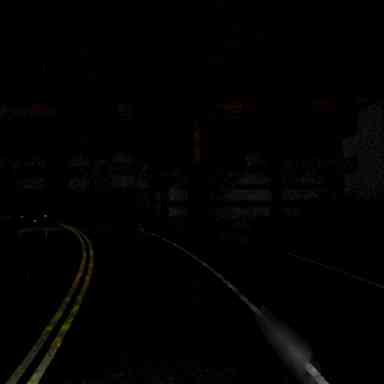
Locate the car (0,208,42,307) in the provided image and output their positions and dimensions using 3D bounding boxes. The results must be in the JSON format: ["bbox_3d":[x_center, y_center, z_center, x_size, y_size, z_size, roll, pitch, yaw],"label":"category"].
[{"bbox_3d":[-4.370,1.347,5.696,2.097,1.767,4.553,0,0,-10],"label":"car"}]

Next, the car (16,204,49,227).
[{"bbox_3d":[-11.007,1.523,22.443,1.812,1.442,4.674,1,-1,-34],"label":"car"}]
